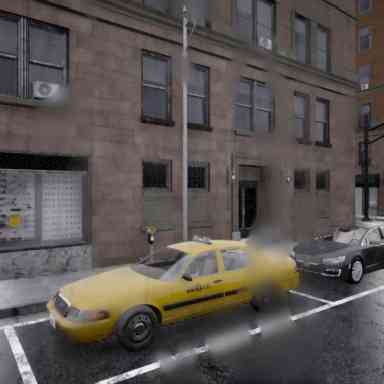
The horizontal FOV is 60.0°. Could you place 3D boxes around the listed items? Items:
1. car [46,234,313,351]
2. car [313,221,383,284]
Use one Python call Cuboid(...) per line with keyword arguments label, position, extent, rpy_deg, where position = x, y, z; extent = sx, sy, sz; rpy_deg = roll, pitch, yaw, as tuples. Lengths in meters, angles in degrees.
Cuboid(label="car", position=(-0.033, 1.525, 6.161), extent=(4.829, 1.417, 1.752), rpy_deg=(0, 0, -35))
Cuboid(label="car", position=(4.602, 1.551, 9.459), extent=(4.403, 1.369, 2.008), rpy_deg=(0, 0, -35))
